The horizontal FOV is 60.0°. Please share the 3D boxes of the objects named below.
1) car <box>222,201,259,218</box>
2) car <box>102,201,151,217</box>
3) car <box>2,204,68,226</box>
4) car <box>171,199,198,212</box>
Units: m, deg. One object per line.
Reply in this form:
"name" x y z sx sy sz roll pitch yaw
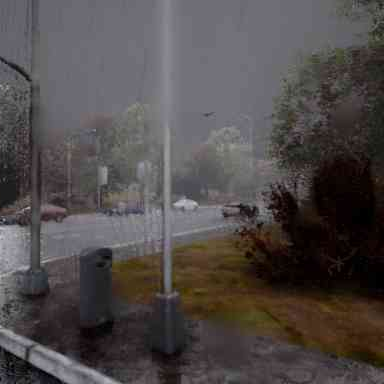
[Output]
"car" 4.365 1.543 29.585 2.128 1.511 4.902 0 0 32
"car" -6.300 1.639 32.729 2.033 1.411 5.357 0 0 32
"car" -11.443 1.615 24.544 1.812 1.442 4.674 0 0 32
"car" -0.991 1.620 41.115 1.812 1.442 4.674 0 0 32
